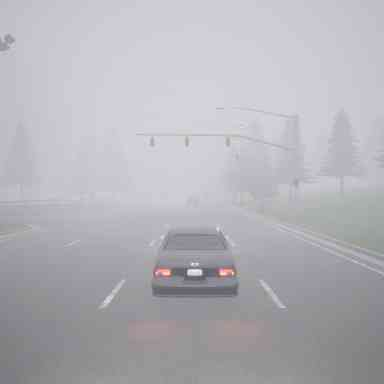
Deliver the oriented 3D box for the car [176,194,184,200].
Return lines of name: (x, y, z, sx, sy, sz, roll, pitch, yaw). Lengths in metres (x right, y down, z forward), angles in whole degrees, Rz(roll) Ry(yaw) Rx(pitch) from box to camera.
car: (-3.414, 1.357, 93.820, 2.128, 1.511, 4.902, 0, 0, 0)

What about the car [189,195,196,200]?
car: (0.086, 1.540, 94.230, 2.033, 1.411, 5.357, 0, 0, 0)

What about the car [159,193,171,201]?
car: (-6.924, 1.217, 83.433, 2.150, 2.045, 5.566, 0, 0, 0)

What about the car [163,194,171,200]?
car: (-6.914, 1.385, 93.823, 1.994, 1.385, 4.181, 0, 0, 0)

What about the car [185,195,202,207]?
car: (0.046, 1.352, 52.754, 2.097, 1.767, 4.553, 0, 0, 0)

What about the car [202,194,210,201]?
car: (3.576, 1.492, 83.393, 1.837, 1.490, 4.892, 0, 0, 0)

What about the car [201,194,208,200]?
car: (3.586, 1.310, 93.813, 1.882, 1.535, 5.008, 0, 0, 0)

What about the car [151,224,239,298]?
car: (0.074, 1.547, 8.714, 2.033, 1.411, 5.357, 0, 0, 0)

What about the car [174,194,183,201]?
car: (-3.423, 1.517, 83.816, 1.812, 1.442, 4.674, 0, 0, 0)
